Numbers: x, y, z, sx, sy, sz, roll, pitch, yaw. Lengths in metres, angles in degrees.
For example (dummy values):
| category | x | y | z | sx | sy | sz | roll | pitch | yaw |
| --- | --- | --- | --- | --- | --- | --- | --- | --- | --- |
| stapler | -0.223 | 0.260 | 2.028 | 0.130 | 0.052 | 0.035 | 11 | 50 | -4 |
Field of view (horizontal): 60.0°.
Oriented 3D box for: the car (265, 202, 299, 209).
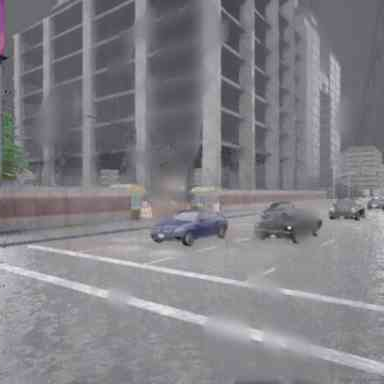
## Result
| category | x | y | z | sx | sy | sz | roll | pitch | yaw |
| --- | --- | --- | --- | --- | --- | --- | --- | --- | --- |
| car | 6.828 | 1.516 | 25.043 | 1.837 | 1.490 | 4.892 | 0 | 0 | 36 |

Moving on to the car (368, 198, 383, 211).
| category | x | y | z | sx | sy | sz | roll | pitch | yaw |
| --- | --- | --- | --- | --- | --- | --- | --- | --- | --- |
| car | 23.031 | 1.499 | 41.357 | 2.128 | 1.511 | 4.902 | 0 | 0 | 36 |

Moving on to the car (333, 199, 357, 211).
| category | x | y | z | sx | sy | sz | roll | pitch | yaw |
| --- | --- | --- | --- | --- | --- | --- | --- | --- | --- |
| car | 19.701 | 1.611 | 42.732 | 1.895 | 1.301 | 4.718 | 0 | 0 | 36 |

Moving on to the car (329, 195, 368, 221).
| category | x | y | z | sx | sy | sz | roll | pitch | yaw |
| --- | --- | --- | --- | --- | --- | --- | --- | --- | --- |
| car | 12.718 | 1.358 | 27.222 | 2.097 | 1.767 | 4.553 | 0 | 0 | 35 |

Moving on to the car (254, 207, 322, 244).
| category | x | y | z | sx | sy | sz | roll | pitch | yaw |
| --- | --- | --- | --- | --- | --- | --- | --- | --- | --- |
| car | 4.780 | 1.608 | 16.224 | 1.895 | 1.301 | 4.718 | 0 | 0 | 36 |

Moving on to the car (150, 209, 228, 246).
| category | x | y | z | sx | sy | sz | roll | pitch | yaw |
| --- | --- | --- | --- | --- | --- | --- | --- | --- | --- |
| car | 0.035 | 1.537 | 15.600 | 1.812 | 1.442 | 4.674 | 0 | 0 | 34 |
